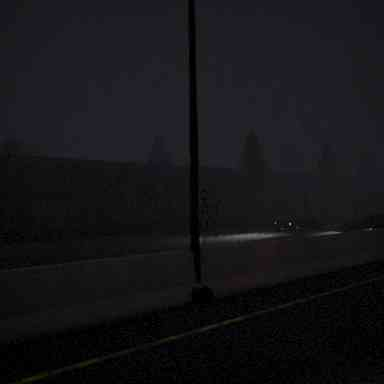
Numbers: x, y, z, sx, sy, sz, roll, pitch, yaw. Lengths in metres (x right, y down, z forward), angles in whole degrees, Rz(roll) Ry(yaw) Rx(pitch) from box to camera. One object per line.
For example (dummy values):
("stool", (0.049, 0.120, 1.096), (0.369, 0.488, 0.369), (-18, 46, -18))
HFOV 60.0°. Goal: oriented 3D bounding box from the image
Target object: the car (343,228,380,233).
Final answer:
("car", (11.391, 2.177, 20.759), (4.902, 1.511, 2.128), (1, -3, -36))
